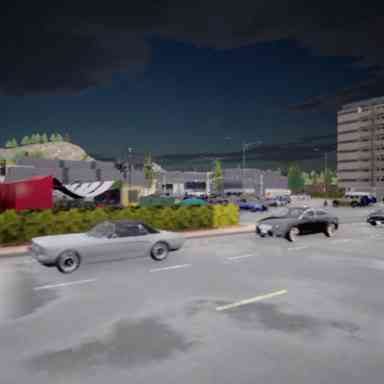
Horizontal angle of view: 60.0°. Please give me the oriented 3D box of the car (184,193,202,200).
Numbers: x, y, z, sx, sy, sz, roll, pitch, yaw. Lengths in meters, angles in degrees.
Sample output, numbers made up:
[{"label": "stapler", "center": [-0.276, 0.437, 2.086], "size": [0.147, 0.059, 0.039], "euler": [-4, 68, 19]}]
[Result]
[{"label": "car", "center": [-0.192, 1.208, 79.020], "size": [1.905, 1.878, 3.866], "euler": [0, 0, -35]}]

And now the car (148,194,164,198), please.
[{"label": "car", "center": [-6.140, 1.208, 53.385], "size": [1.932, 1.855, 4.605], "euler": [0, 0, -35]}]

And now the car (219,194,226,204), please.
[{"label": "car", "center": [7.635, 1.445, 63.172], "size": [1.970, 1.475, 3.806], "euler": [0, 0, -35]}]

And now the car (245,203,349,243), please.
[{"label": "car", "center": [5.230, 1.489, 16.293], "size": [4.902, 1.511, 2.128], "euler": [0, 0, -35]}]

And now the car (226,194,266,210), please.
[{"label": "car", "center": [7.060, 1.204, 44.251], "size": [1.932, 1.855, 4.605], "euler": [0, 0, -35]}]

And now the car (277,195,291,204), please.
[{"label": "car", "center": [11.596, 1.445, 47.498], "size": [1.970, 1.475, 3.806], "euler": [0, 0, -35]}]

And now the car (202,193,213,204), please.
[{"label": "car", "center": [2.208, 1.204, 80.639], "size": [1.932, 1.855, 4.605], "euler": [0, 0, -35]}]

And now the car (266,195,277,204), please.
[{"label": "car", "center": [9.226, 1.414, 45.835], "size": [1.784, 1.438, 3.905], "euler": [0, 0, -35]}]

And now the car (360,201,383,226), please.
[{"label": "car", "center": [13.881, 1.542, 22.375], "size": [5.357, 1.411, 2.033], "euler": [0, 0, -35]}]

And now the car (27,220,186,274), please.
[{"label": "car", "center": [-2.628, 1.601, 10.713], "size": [4.718, 1.301, 1.895], "euler": [0, 0, -35]}]
